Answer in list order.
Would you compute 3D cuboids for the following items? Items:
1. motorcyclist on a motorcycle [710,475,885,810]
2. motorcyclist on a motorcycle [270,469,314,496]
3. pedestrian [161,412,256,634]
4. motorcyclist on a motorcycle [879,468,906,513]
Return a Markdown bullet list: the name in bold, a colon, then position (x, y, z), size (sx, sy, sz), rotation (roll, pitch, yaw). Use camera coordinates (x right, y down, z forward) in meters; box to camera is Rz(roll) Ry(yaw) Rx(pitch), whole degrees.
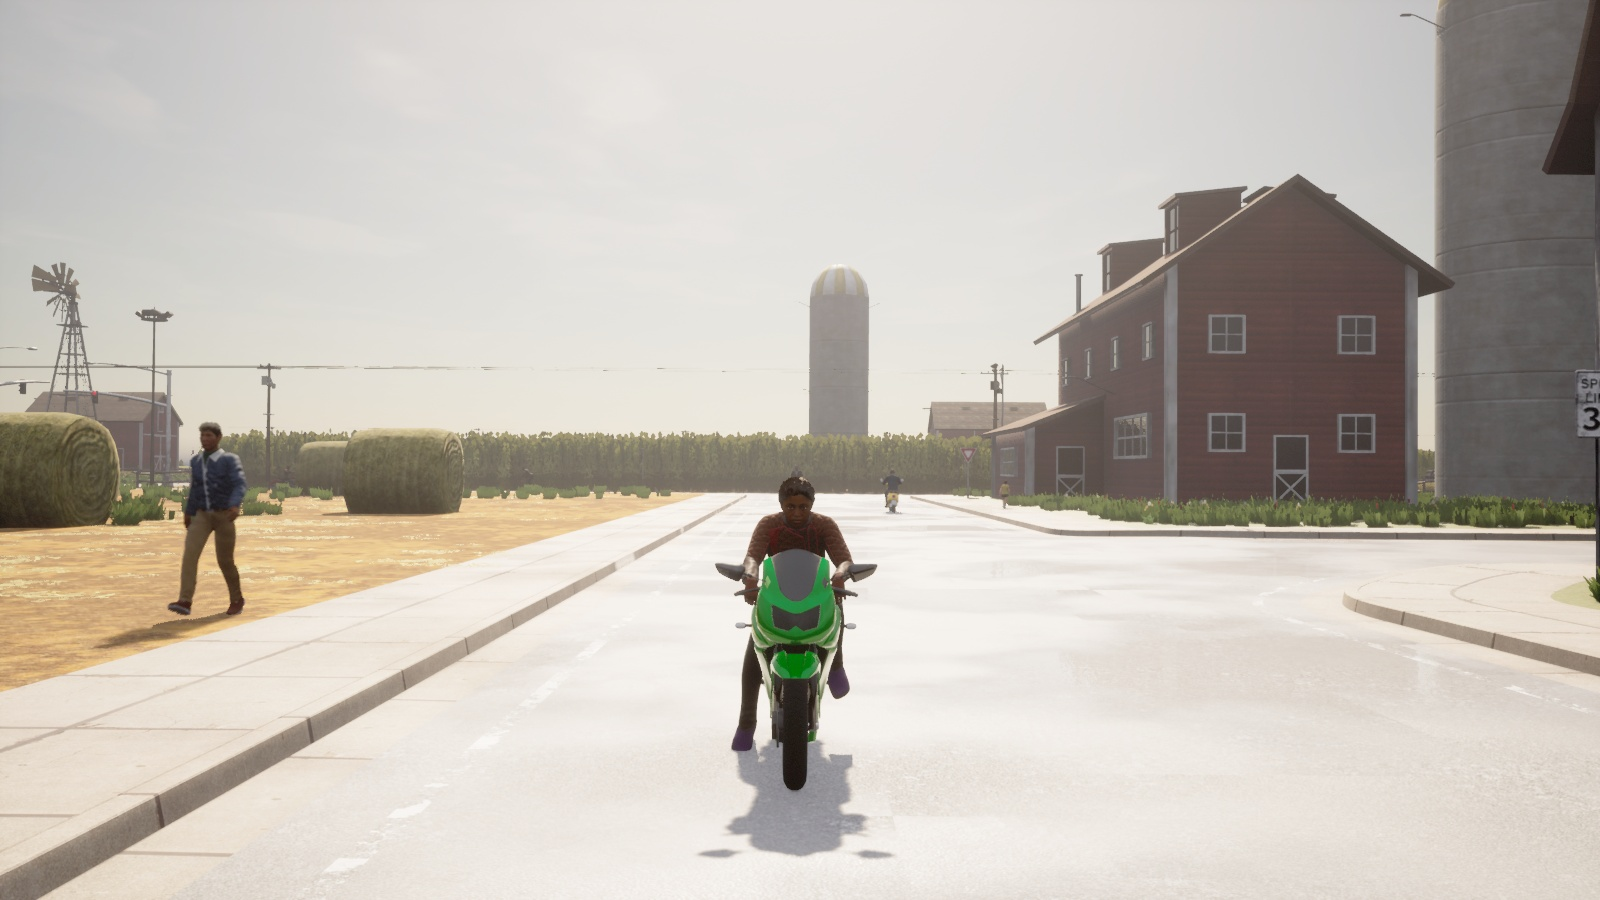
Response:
- **motorcyclist on a motorcycle**: position (-0.015, 0.901, 6.776), size (0.797, 1.523, 2.044), rotation (0, -1, 0)
- **motorcyclist on a motorcycle**: position (-30.791, 1.965, 76.160), size (2.350, 1.649, 0.766), rotation (0, -1, 1)
- **pedestrian**: position (-5.385, 0.650, 11.461), size (0.423, 1.949, 0.788), rotation (0, -1, 6)
- **motorcyclist on a motorcycle**: position (3.382, 1.463, 45.968), size (0.866, 1.590, 1.817), rotation (0, -1, 0)
